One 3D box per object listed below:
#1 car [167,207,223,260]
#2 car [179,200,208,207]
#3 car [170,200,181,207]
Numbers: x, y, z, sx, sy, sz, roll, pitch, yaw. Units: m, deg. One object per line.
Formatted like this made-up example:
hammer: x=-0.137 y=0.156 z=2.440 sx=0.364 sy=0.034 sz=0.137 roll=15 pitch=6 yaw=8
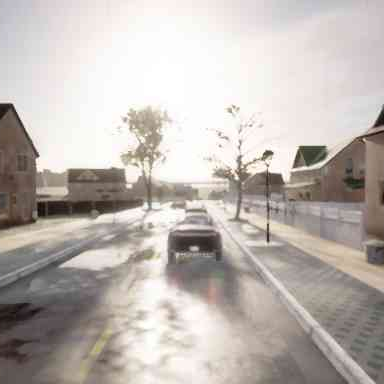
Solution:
car: x=0.122 y=1.534 z=12.609 sx=2.128 sy=1.511 sz=4.902 roll=0 pitch=0 yaw=1
car: x=0.343 y=1.602 z=27.606 sx=2.128 sy=1.511 sz=4.902 roll=0 pitch=0 yaw=2
car: x=-1.952 y=1.820 z=48.375 sx=1.994 sy=1.385 sz=4.181 roll=0 pitch=-1 yaw=3
